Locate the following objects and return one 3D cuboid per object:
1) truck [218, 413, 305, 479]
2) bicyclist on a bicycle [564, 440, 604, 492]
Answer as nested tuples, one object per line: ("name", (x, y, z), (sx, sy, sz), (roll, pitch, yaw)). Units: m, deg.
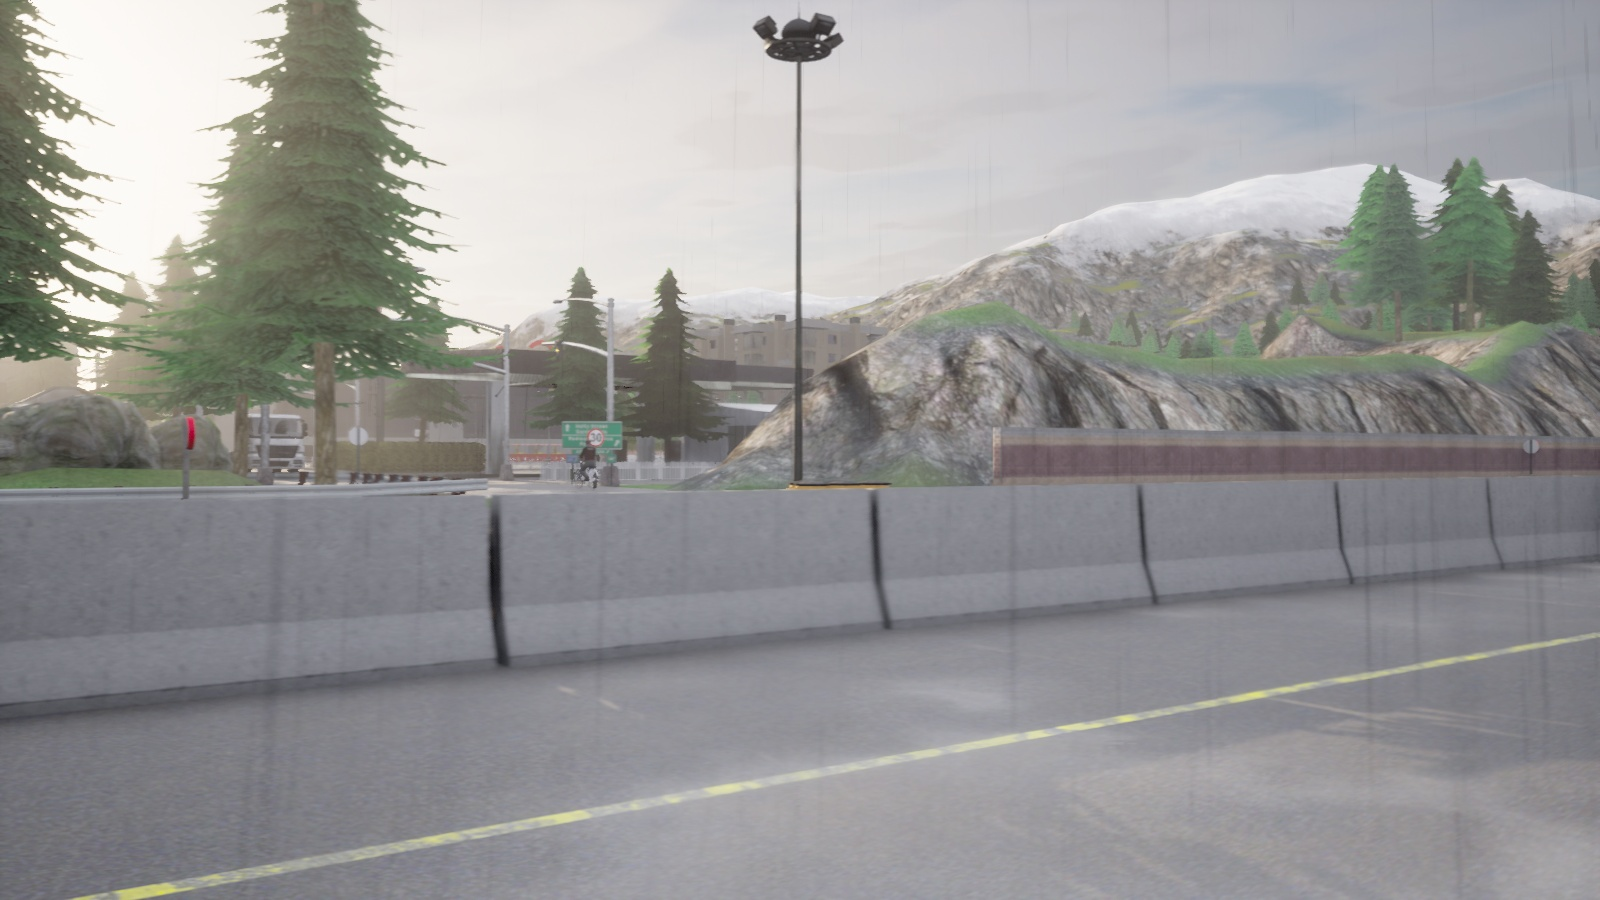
("truck", (-30.098, -0.180, 69.967), (2.891, 3.462, 7.936), (0, -1, -35))
("bicyclist on a bicycle", (-7.596, 0.544, 44.073), (0.659, 1.776, 1.843), (0, 0, -36))
